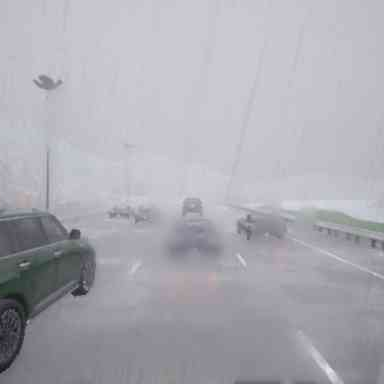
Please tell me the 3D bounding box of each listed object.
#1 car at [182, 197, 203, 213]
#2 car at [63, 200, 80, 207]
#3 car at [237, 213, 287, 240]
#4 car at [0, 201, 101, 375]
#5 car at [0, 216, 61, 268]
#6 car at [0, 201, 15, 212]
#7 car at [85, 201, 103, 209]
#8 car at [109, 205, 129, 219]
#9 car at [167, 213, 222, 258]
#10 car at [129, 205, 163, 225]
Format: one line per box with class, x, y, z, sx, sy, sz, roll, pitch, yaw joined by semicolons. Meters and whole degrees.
car;0.058;1.604;36.681;2.150;2.045;5.566;0;-1;0
car;-24.581;2.317;67.927;1.895;1.301;4.718;0;-1;0
car;3.580;1.788;18.031;1.895;1.301;4.718;0;-1;0
car;-3.411;1.285;5.792;2.150;2.045;5.566;0;-1;0
car;-6.908;1.739;12.751;1.895;1.301;4.718;0;-1;0
car;-28.117;2.091;48.940;1.994;1.385;4.181;0;0;0
car;-17.595;2.235;59.856;1.895;1.301;4.718;0;-1;1
car;-6.938;1.957;33.670;1.895;1.301;4.718;0;-1;0
car;0.085;1.742;13.449;1.895;1.301;4.718;0;-1;0
car;-3.431;1.776;26.975;2.128;1.511;4.902;0;-1;0
